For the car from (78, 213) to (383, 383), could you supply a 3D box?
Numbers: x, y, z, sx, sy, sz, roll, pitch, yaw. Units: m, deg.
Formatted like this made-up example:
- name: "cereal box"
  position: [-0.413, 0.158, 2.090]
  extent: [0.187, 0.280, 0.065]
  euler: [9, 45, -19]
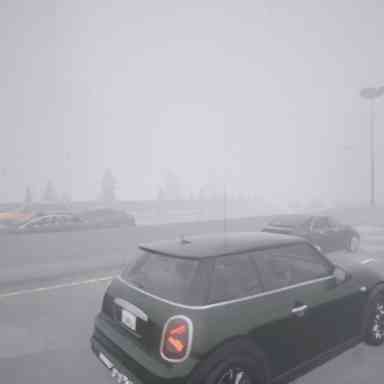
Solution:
- name: "car"
  position: [1.013, 1.368, 4.813]
  extent: [4.553, 1.767, 2.097]
  euler: [0, 0, -38]

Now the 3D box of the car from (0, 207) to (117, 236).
- name: "car"
  position: [-5.771, 1.548, 13.020]
  extent: [4.902, 1.511, 2.128]
  euler: [0, 0, -38]

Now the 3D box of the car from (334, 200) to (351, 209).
- name: "car"
  position: [20.933, 1.819, 46.314]
  extent: [1.994, 1.385, 4.181]
  euler: [0, -1, 25]

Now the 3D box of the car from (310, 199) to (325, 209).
- name: "car"
  position: [19.472, 1.784, 51.583]
  extent: [1.882, 1.535, 5.008]
  euler: [0, -1, 23]

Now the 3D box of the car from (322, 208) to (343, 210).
- name: "car"
  position: [4.390, 1.546, 12.181]
  extent: [4.892, 1.490, 1.837]
  euler: [0, 0, -41]

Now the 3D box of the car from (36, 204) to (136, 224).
- name: "car"
  position: [-5.393, 1.582, 17.817]
  extent: [4.892, 1.490, 1.837]
  euler: [0, 0, -40]

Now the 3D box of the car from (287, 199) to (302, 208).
- name: "car"
  position: [16.704, 1.841, 54.006]
  extent: [1.837, 1.490, 4.892]
  euler: [0, 0, 22]

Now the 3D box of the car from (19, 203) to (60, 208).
- name: "car"
  position: [-9.257, 1.438, 19.180]
  extent: [4.553, 1.767, 2.097]
  euler: [0, 0, -40]
